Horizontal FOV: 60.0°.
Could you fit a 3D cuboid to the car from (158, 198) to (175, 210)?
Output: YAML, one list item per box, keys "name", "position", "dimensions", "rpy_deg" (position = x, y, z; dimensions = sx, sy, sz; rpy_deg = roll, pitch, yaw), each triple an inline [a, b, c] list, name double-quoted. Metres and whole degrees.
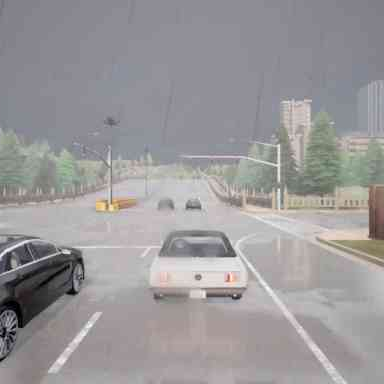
- name: "car"
  position: [-3.305, 1.505, 43.489]
  dimensions: [1.837, 1.490, 4.892]
  rpy_deg: [0, 0, 0]

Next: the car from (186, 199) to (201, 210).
- name: "car"
  position: [0.197, 1.564, 43.488]
  dimensions: [1.994, 1.385, 4.181]
  rpy_deg: [0, 0, 0]

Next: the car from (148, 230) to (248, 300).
- name: "car"
  position: [0.117, 1.601, 8.358]
  dimensions: [1.895, 1.301, 4.718]
  rpy_deg: [0, 0, 0]

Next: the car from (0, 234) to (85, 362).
- name: "car"
  position: [-3.387, 1.492, 5.824]
  dimensions: [2.128, 1.511, 4.902]
  rpy_deg: [0, 0, 0]
